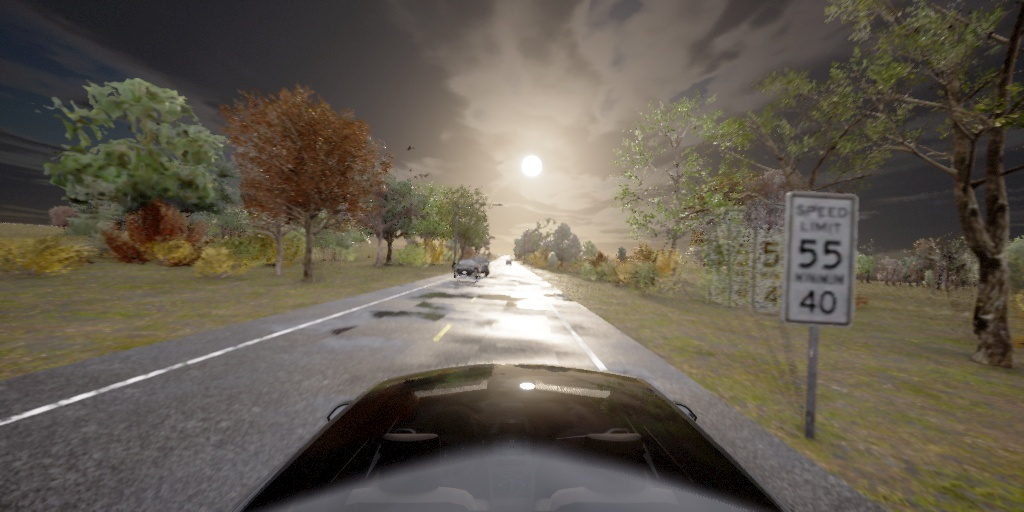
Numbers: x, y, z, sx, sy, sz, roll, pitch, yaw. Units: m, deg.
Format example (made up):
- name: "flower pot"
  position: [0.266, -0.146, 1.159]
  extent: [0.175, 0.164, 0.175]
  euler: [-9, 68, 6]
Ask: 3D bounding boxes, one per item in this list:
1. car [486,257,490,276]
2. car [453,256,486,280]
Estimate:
- name: "car"
  position: [-3.558, 1.052, 39.244]
  extent: [2.150, 2.045, 5.566]
  euler: [3, 0, 0]
- name: "car"
  position: [-3.505, 0.960, 29.088]
  extent: [1.882, 1.535, 5.008]
  euler: [3, 0, 0]
